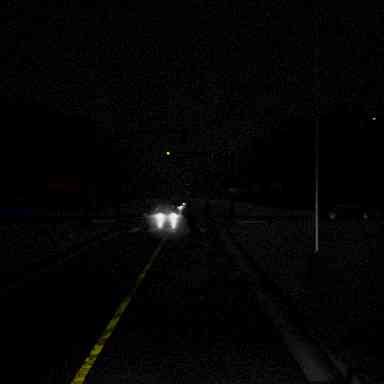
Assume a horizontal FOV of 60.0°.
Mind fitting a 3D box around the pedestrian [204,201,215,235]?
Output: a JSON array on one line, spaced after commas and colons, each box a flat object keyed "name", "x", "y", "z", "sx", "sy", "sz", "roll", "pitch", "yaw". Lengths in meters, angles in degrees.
[{"name": "pedestrian", "x": 0.850, "y": 1.308, "z": 17.288, "sx": 0.375, "sy": 1.860, "sz": 0.375, "roll": 0, "pitch": 0, "yaw": 0}]

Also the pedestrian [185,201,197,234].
[{"name": "pedestrian", "x": -0.060, "y": 1.310, "z": 17.890, "sx": 0.375, "sy": 1.860, "sz": 0.375, "roll": 0, "pitch": 0, "yaw": 0}]

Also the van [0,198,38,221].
[{"name": "van", "x": -14.644, "y": 1.401, "z": 26.884, "sx": 3.998, "sy": 1.788, "sz": 1.690, "roll": 0, "pitch": 0, "yaw": 0}]

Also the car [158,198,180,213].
[{"name": "car", "x": -2.708, "y": 1.656, "z": 37.742, "sx": 1.895, "sy": 1.301, "sz": 4.718, "roll": 0, "pitch": 0, "yaw": 0}]

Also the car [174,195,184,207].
[{"name": "car", "x": -2.635, "y": 1.614, "z": 54.432, "sx": 1.812, "sy": 1.442, "sz": 4.674, "roll": 0, "pitch": 0, "yaw": 0}]

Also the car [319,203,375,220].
[{"name": "car", "x": 12.359, "y": 1.543, "z": 26.913, "sx": 4.403, "sy": 1.369, "sz": 2.008, "roll": 0, "pitch": 0, "yaw": 0}]
